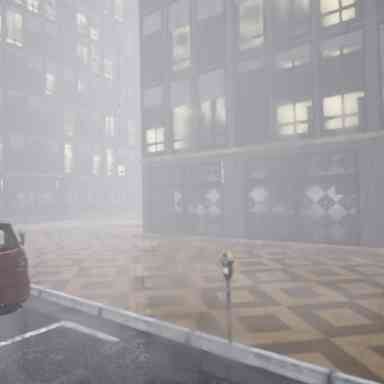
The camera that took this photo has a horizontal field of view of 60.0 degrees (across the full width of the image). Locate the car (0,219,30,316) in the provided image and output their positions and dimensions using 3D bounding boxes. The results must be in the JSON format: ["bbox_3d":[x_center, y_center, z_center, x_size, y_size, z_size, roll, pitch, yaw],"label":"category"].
[{"bbox_3d":[-5.115,1.373,6.391,5.009,1.841,2.192,-1,-1,36],"label":"car"}]
